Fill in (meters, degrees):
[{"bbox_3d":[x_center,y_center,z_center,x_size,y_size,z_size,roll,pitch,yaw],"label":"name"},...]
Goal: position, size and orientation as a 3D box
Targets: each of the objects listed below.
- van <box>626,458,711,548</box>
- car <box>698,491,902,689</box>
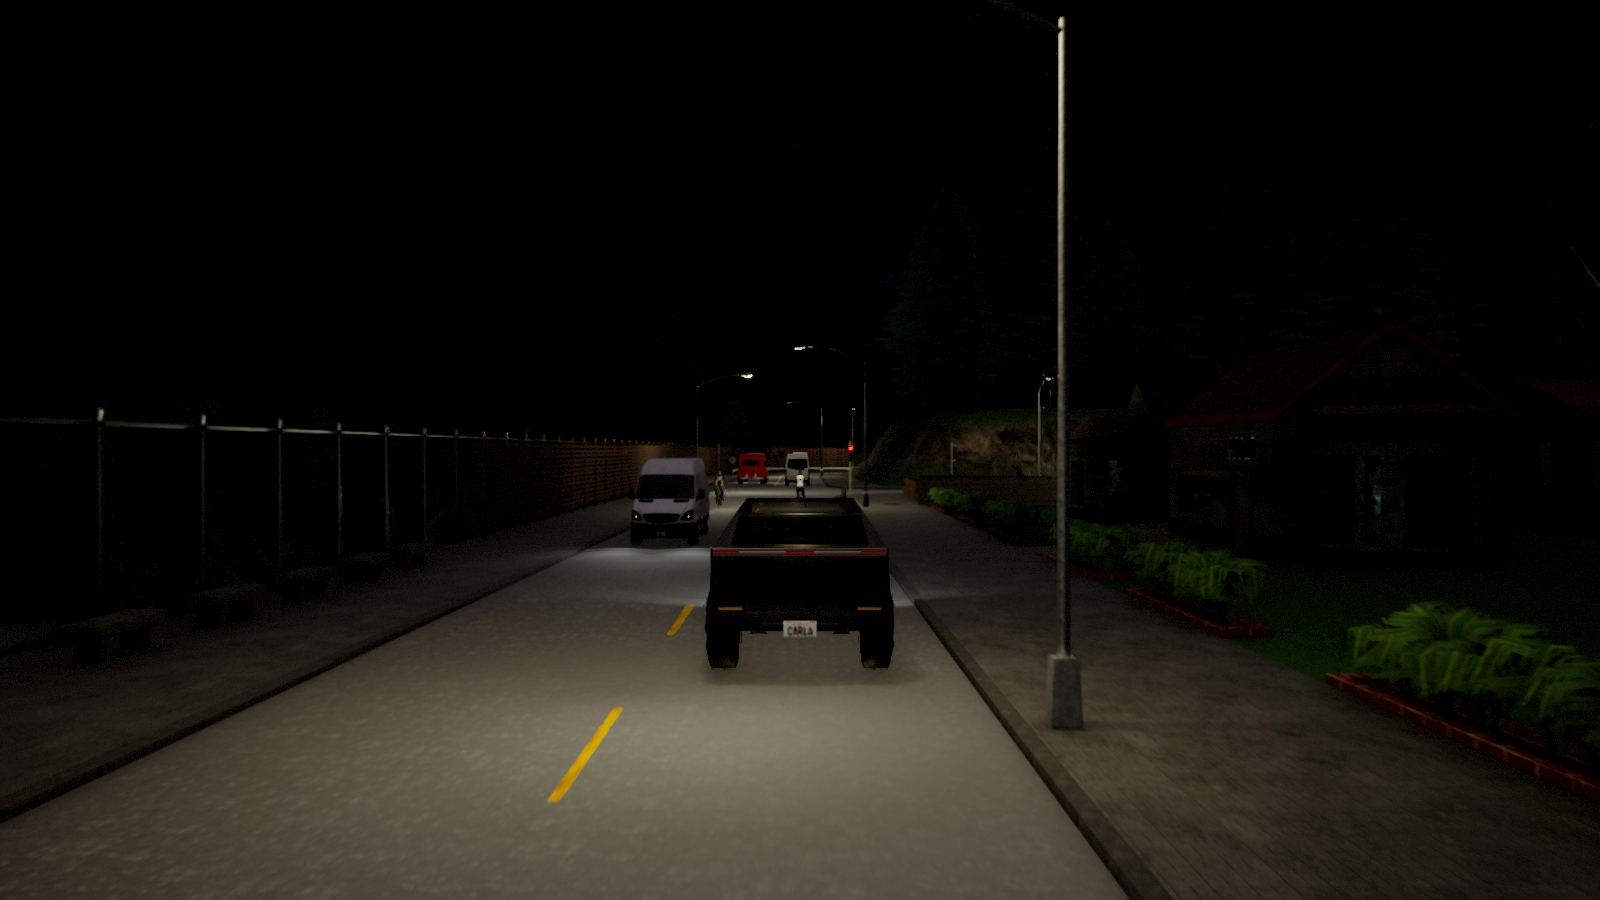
[{"bbox_3d":[-3.995,1.535,35.756,1.988,2.561,5.915,0,0,0],"label":"van"},{"bbox_3d":[0.000,1.753,16.533,2.390,2.098,6.274,0,0,0],"label":"car"}]
